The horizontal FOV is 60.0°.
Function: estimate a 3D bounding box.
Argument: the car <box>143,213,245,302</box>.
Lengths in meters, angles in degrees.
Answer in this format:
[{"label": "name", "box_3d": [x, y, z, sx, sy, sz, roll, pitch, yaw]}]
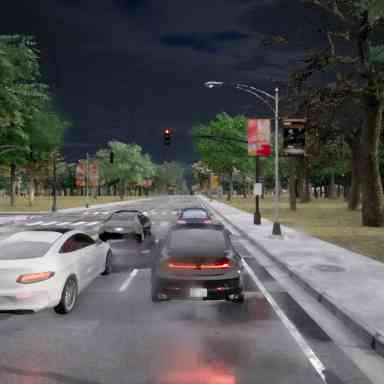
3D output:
[{"label": "car", "box_3d": [0.117, 1.505, 8.212, 1.837, 1.490, 4.892, 0, 0, 0]}]

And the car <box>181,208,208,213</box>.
[{"label": "car", "box_3d": [0.134, 1.527, 17.283, 1.812, 1.442, 4.674, 0, 0, 0]}]

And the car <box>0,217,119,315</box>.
[{"label": "car", "box_3d": [-3.136, 1.526, 7.450, 1.812, 1.442, 4.674, 0, 0, 0]}]

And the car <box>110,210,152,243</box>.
[{"label": "car", "box_3d": [-3.118, 1.565, 16.209, 1.994, 1.385, 4.181, 0, 0, 0]}]
